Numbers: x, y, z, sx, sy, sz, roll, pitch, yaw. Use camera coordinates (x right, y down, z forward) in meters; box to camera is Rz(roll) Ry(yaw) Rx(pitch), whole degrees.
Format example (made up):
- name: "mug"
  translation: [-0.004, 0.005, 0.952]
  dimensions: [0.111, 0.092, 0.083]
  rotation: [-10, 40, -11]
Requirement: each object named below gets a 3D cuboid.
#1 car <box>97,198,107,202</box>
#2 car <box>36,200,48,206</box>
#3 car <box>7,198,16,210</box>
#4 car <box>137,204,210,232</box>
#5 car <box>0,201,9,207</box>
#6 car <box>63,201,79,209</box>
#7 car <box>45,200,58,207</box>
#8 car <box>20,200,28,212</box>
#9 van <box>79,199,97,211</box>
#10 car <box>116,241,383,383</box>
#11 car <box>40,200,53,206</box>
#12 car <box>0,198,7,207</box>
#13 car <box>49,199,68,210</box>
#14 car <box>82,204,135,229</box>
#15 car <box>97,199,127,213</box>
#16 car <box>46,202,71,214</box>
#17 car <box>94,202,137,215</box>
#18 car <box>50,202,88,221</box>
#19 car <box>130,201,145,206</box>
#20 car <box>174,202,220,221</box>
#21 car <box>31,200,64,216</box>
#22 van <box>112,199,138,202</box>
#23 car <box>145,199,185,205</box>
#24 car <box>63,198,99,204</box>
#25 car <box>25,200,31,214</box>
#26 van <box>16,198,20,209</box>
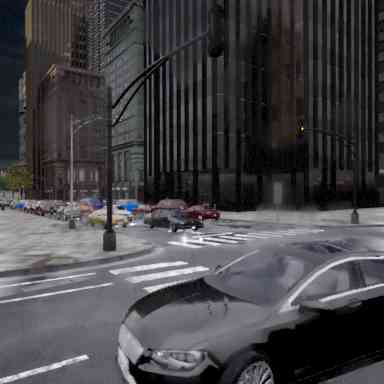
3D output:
- name: "car"
  translation: [-13.745, 1.800, 45.126]
  dimensions: [2.150, 2.045, 5.566]
  rotation: [0, -1, -36]
- name: "car"
  translation: [-37.699, 2.715, 83.447]
  dimensions: [2.008, 1.369, 4.403]
  rotation: [-1, 0, -35]
- name: "car"
  translation: [-31.897, 2.356, 60.544]
  dimensions: [1.967, 1.590, 4.097]
  rotation: [-1, 0, -35]
- name: "car"
  translation: [-1.419, 1.794, 22.178]
  dimensions: [2.033, 1.411, 5.357]
  rotation: [0, -1, -35]
- name: "car"
  translation: [-44.347, 2.774, 78.083]
  dimensions: [1.802, 1.307, 4.206]
  rotation: [-1, 0, -35]
- name: "car"
  translation: [-22.641, 2.411, 62.237]
  dimensions: [1.802, 1.307, 4.206]
  rotation: [-1, 0, -35]
- name: "car"
  translation: [-31.676, 2.599, 74.962]
  dimensions: [1.947, 1.339, 4.313]
  rotation: [-1, 0, -35]
- name: "car"
  translation: [-23.308, 2.159, 48.447]
  dimensions: [1.967, 1.590, 4.097]
  rotation: [-1, 0, -35]
- name: "van"
  translation: [-17.022, 2.042, 54.380]
  dimensions: [1.690, 1.788, 3.998]
  rotation: [-1, 0, -35]
- name: "car"
  translation: [1.483, 1.492, 4.541]
  dimensions: [4.902, 1.511, 2.128]
  rotation: [0, 0, -26]
- name: "car"
  translation: [-34.688, 2.665, 79.205]
  dimensions: [1.947, 1.339, 4.313]
  rotation: [-1, 0, -35]
- name: "car"
  translation: [-41.235, 2.669, 73.699]
  dimensions: [1.887, 1.381, 4.507]
  rotation: [-1, 0, -35]
- name: "car"
  translation: [-24.016, 2.174, 59.596]
  dimensions: [2.097, 1.767, 4.553]
  rotation: [0, -1, -35]
- name: "car"
  translation: [-6.238, 1.845, 24.406]
  dimensions: [1.752, 1.417, 4.829]
  rotation: [-1, 0, -35]
- name: "car"
  translation: [-11.142, 1.879, 46.078]
  dimensions: [2.192, 1.841, 5.009]
  rotation: [-1, 0, -35]
- name: "car"
  translation: [-18.880, 2.148, 46.914]
  dimensions: [2.128, 1.511, 4.902]
  rotation: [0, -1, -35]
- name: "car"
  translation: [-7.018, 1.905, 30.120]
  dimensions: [1.812, 1.442, 4.674]
  rotation: [0, -1, -35]
- name: "car"
  translation: [-11.993, 2.006, 32.512]
  dimensions: [2.008, 1.369, 4.403]
  rotation: [-1, 0, -35]
- name: "car"
  translation: [-5.256, 2.008, 37.775]
  dimensions: [1.802, 1.307, 4.206]
  rotation: [-1, 0, -35]
- name: "car"
  translation: [0.623, 1.832, 29.472]
  dimensions: [1.887, 1.381, 4.507]
  rotation: [-1, 0, -35]
- name: "car"
  translation: [-17.655, 1.903, 40.480]
  dimensions: [2.192, 1.841, 5.009]
  rotation: [-1, 0, -35]
- name: "van"
  translation: [-8.202, 1.836, 41.926]
  dimensions: [1.690, 1.788, 3.998]
  rotation: [-1, 0, -35]
- name: "car"
  translation: [-2.322, 1.672, 33.624]
  dimensions: [2.192, 1.841, 5.009]
  rotation: [-1, 0, -35]
- name: "car"
  translation: [-12.898, 1.869, 38.414]
  dimensions: [2.097, 1.767, 4.553]
  rotation: [0, -1, -35]
- name: "car"
  translation: [-20.478, 2.198, 44.463]
  dimensions: [1.887, 1.381, 4.507]
  rotation: [-1, 0, -35]
- name: "van"
  translation: [-26.139, 2.125, 52.431]
  dimensions: [1.690, 1.788, 3.998]
  rotation: [-1, 0, -35]
